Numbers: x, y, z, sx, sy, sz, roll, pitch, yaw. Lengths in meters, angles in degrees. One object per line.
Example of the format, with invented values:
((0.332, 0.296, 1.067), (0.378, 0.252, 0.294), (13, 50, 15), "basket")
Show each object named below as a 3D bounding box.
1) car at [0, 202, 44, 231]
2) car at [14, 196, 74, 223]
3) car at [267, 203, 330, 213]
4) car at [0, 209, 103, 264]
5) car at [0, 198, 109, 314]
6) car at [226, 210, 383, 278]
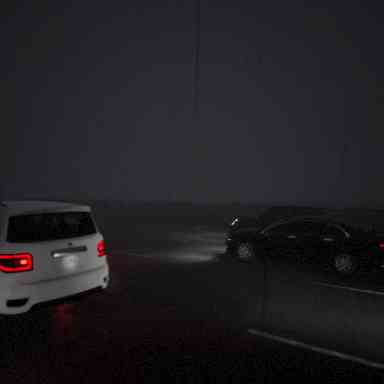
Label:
((-11.791, 1.441, 21.002), (5.357, 1.411, 2.033), (0, 0, 35), "car")
((-11.102, 1.238, 24.808), (4.553, 1.767, 2.097), (0, 0, 35), "car")
((3.855, 1.328, 14.141), (4.553, 1.767, 2.097), (0, 0, 35), "car")
((-5.550, 1.469, 12.251), (4.674, 1.442, 1.812), (0, 0, 35), "car")
((-4.155, 1.186, 6.956), (5.566, 2.045, 2.150), (0, 0, 36), "car")
((3.381, 1.490, 10.179), (4.892, 1.490, 1.837), (0, 0, 35), "car")
